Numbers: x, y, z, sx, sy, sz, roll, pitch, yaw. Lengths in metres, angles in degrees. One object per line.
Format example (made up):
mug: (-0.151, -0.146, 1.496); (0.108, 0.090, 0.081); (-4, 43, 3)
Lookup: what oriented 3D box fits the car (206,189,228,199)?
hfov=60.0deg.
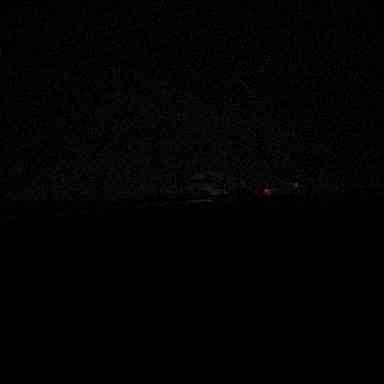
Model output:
car: (3.767, 0.346, 50.877); (1.812, 1.442, 4.674); (-1, 1, 36)

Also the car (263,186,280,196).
car: (14.435, -0.211, 61.068); (2.097, 1.767, 4.553); (-1, 1, 35)

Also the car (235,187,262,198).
car: (8.691, 0.035, 52.870); (2.097, 1.767, 4.553); (-1, 1, 38)
